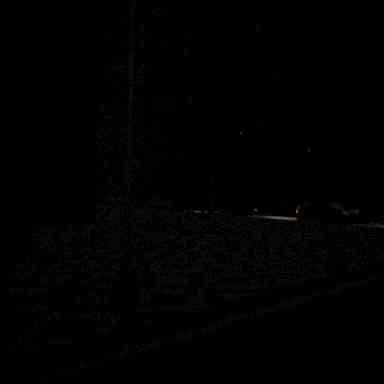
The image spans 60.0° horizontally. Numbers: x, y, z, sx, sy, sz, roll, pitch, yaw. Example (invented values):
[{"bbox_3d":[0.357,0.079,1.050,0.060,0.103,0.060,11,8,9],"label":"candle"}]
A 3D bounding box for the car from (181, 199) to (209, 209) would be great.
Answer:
[{"bbox_3d":[0.345,1.725,50.120,2.008,1.369,4.403,2,-1,-36],"label":"car"}]

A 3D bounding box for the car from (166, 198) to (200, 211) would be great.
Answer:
[{"bbox_3d":[-1.252,1.521,42.299,1.837,1.490,4.892,2,-1,-36],"label":"car"}]

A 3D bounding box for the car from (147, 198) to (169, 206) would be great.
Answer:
[{"bbox_3d":[-6.039,1.729,59.046,2.008,1.369,4.403,2,-1,-36],"label":"car"}]

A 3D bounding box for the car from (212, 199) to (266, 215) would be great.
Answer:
[{"bbox_3d":[4.732,1.501,33.920,2.128,1.511,4.902,2,-1,-36],"label":"car"}]

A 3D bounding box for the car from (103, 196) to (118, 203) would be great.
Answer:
[{"bbox_3d":[-18.906,1.703,77.035,1.752,1.417,4.829,2,-1,-36],"label":"car"}]

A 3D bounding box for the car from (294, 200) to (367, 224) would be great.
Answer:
[{"bbox_3d":[10.566,1.481,25.761,1.882,1.535,5.008,2,-1,-36],"label":"car"}]

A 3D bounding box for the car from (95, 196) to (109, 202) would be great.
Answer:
[{"bbox_3d":[-22.001,1.759,81.358,1.802,1.307,4.206,2,-1,-36],"label":"car"}]

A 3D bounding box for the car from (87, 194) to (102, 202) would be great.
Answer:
[{"bbox_3d":[-25.187,1.492,85.825,2.192,1.841,5.009,2,-1,-36],"label":"car"}]

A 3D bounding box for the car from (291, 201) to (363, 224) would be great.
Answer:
[{"bbox_3d":[9.358,1.372,22.878,1.967,1.590,4.097,2,-1,-37],"label":"car"}]

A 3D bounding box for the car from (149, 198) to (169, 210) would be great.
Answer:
[{"bbox_3d":[-3.298,1.471,40.566,1.752,1.417,4.829,2,-1,-36],"label":"car"}]

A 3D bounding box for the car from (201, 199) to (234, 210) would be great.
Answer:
[{"bbox_3d":[3.439,1.696,45.796,1.752,1.417,4.829,2,-1,-36],"label":"car"}]

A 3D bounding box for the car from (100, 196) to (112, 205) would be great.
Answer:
[{"bbox_3d":[-12.976,1.534,54.094,1.802,1.307,4.206,2,-1,-36],"label":"car"}]

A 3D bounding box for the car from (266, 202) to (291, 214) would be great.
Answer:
[{"bbox_3d":[9.921,1.746,36.732,1.802,1.307,4.206,2,-1,-36],"label":"car"}]

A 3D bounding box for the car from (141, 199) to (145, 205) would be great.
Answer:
[{"bbox_3d":[-10.394,1.653,60.387,2.033,1.411,5.357,2,-1,-36],"label":"car"}]

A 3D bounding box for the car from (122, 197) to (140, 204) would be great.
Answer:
[{"bbox_3d":[-12.424,1.744,67.971,1.947,1.339,4.313,2,-1,-36],"label":"car"}]

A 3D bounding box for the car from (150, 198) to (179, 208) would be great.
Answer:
[{"bbox_3d":[-4.334,1.652,52.002,2.033,1.411,5.357,2,-1,-35],"label":"car"}]

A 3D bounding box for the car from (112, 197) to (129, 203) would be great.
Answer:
[{"bbox_3d":[-15.616,1.743,72.434,1.947,1.339,4.313,2,-1,-36],"label":"car"}]

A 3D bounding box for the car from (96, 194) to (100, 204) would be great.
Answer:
[{"bbox_3d":[-19.262,1.478,62.884,1.752,1.417,4.829,2,-1,-36],"label":"car"}]

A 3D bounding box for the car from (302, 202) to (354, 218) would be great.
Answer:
[{"bbox_3d":[13.114,1.727,32.270,1.947,1.339,4.313,2,-1,-36],"label":"car"}]

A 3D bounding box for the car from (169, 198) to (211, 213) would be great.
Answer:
[{"bbox_3d":[-0.204,1.487,36.241,1.887,1.381,4.507,2,-1,-36],"label":"car"}]

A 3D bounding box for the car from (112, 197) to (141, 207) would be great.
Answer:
[{"bbox_3d":[-9.781,1.392,49.632,1.967,1.590,4.097,2,-1,-36],"label":"car"}]

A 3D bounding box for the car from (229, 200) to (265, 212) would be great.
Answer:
[{"bbox_3d":[6.730,1.733,41.195,1.947,1.339,4.313,2,-1,-36],"label":"car"}]
